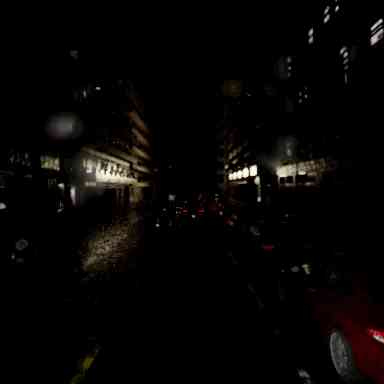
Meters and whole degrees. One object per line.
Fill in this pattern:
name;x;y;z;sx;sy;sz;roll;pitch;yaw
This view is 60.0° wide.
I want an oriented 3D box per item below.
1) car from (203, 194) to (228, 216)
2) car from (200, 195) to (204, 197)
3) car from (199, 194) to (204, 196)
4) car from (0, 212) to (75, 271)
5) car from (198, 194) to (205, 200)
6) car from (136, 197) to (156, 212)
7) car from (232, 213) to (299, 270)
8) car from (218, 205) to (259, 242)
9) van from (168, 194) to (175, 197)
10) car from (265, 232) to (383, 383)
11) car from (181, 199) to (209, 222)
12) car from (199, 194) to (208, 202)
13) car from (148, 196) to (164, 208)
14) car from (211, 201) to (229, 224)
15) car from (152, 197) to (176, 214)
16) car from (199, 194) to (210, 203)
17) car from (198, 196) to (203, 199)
car;2.563;1.302;32.894;2.192;1.841;5.009;-1;0;0
car;2.573;1.558;55.090;1.802;1.307;4.206;-1;0;0
car;2.573;1.285;66.188;2.192;1.841;5.009;-1;0;0
car;-5.322;1.437;10.679;1.967;1.590;4.097;-1;0;0
car;2.584;1.393;93.933;1.967;1.590;4.097;-1;0;0
car;-5.313;1.510;38.255;1.752;1.417;4.829;-1;0;0
car;2.559;1.578;10.699;1.802;1.307;4.206;-1;0;0
car;2.561;1.560;16.247;1.947;1.339;4.313;-1;0;0
van;-5.300;1.298;88.367;1.690;1.788;3.998;-1;0;0
car;2.558;1.580;5.149;1.802;1.307;4.206;-1;0;0
car;0.109;1.516;25.927;1.812;1.442;4.674;0;0;0
car;2.578;1.403;77.286;1.967;1.590;4.097;-1;0;0
car;-5.311;1.420;49.523;1.967;1.590;4.097;-1;0;0
car;2.563;1.542;21.796;2.008;1.369;4.403;-1;0;0
car;-2.740;1.562;35.043;1.994;1.385;4.181;0;0;0
car;2.575;1.282;71.737;2.192;1.841;5.009;-1;0;0
car;0.113;1.583;43.275;1.895;1.301;4.718;0;0;0
